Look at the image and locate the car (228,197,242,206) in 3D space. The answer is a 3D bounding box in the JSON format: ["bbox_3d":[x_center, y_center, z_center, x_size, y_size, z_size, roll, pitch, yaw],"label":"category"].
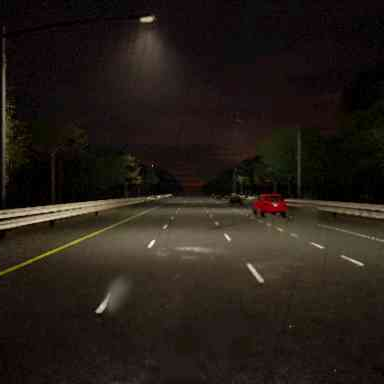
[{"bbox_3d":[7.113,1.542,54.666,1.837,1.490,4.892,0,0,0],"label":"car"}]

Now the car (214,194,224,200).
[{"bbox_3d":[7.242,1.576,95.222,1.895,1.301,4.718,0,0,2],"label":"car"}]

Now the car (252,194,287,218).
[{"bbox_3d":[7.040,1.219,30.626,2.150,2.045,5.566,0,0,0],"label":"car"}]
